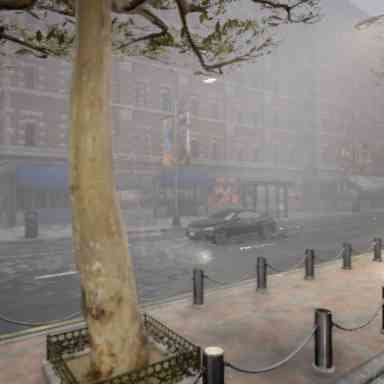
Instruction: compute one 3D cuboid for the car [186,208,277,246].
[{"bbox_3d":[1.901,1.465,15.179,4.674,1.442,1.812,0,0,-35],"label":"car"}]
